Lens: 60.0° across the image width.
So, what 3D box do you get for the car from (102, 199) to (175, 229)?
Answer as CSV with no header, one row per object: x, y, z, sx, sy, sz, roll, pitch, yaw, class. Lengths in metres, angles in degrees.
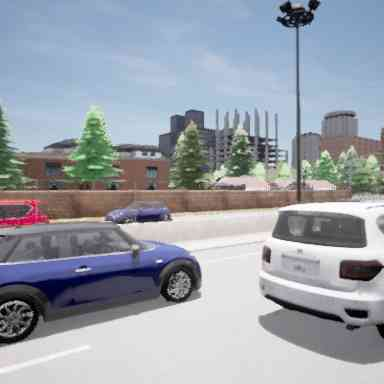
-3.690,1.453,23.202,4.553,1.767,2.097,0,0,-37,car

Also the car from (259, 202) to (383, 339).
3.746,1.213,6.618,5.566,2.045,2.150,0,0,-37,car

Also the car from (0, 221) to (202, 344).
-1.987,1.392,6.766,4.553,1.767,2.097,0,0,-36,car
